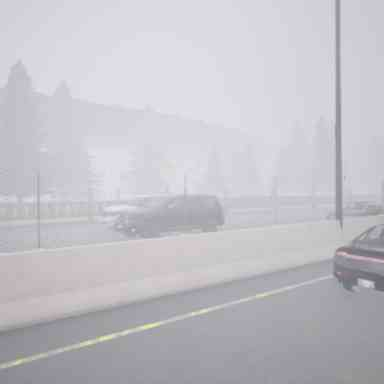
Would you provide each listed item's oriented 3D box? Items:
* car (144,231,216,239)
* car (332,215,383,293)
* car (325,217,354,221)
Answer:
[{"bbox_3d":[-0.944,1.140,16.215,5.566,2.045,2.150,-1,0,-35],"label":"car"},{"bbox_3d":[5.107,1.411,7.391,4.902,1.511,2.128,-1,0,-35],"label":"car"},{"bbox_3d":[9.773,1.307,19.481,4.902,1.511,2.128,-1,0,-35],"label":"car"}]
